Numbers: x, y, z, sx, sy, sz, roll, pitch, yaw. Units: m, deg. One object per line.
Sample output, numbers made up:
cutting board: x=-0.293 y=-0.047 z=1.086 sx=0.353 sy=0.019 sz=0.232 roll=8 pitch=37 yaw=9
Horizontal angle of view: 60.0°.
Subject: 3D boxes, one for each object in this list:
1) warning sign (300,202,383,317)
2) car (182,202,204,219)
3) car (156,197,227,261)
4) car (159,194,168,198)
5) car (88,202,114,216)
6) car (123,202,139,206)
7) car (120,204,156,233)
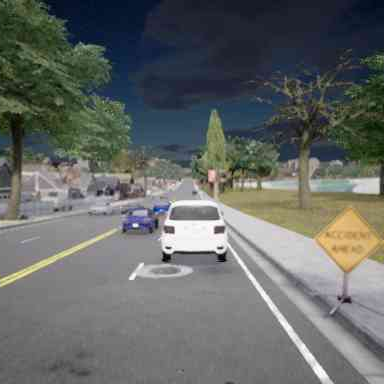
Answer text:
warning sign: x=2.886 y=1.177 z=6.196 sx=1.300 sy=1.860 sz=1.060 roll=2 pitch=2 yaw=0
car: x=0.086 y=1.818 z=33.104 sx=2.033 sy=1.411 sz=5.357 roll=0 pitch=0 yaw=0
car: x=0.087 y=1.344 z=12.850 sx=2.150 sy=2.045 sz=5.566 roll=0 pitch=0 yaw=0
car: x=-6.525 y=1.134 z=77.900 sx=1.882 sy=1.535 sz=5.008 roll=0 pitch=1 yaw=0
car: x=-9.858 y=1.808 z=36.410 sx=1.812 sy=1.442 sz=4.674 roll=0 pitch=0 yaw=0
car: x=-6.608 y=1.847 z=36.869 sx=1.994 sy=1.385 sz=4.181 roll=0 pitch=0 yaw=0
car: x=-3.164 y=1.716 z=20.895 sx=1.812 sy=1.442 sz=4.674 roll=0 pitch=0 yaw=0
